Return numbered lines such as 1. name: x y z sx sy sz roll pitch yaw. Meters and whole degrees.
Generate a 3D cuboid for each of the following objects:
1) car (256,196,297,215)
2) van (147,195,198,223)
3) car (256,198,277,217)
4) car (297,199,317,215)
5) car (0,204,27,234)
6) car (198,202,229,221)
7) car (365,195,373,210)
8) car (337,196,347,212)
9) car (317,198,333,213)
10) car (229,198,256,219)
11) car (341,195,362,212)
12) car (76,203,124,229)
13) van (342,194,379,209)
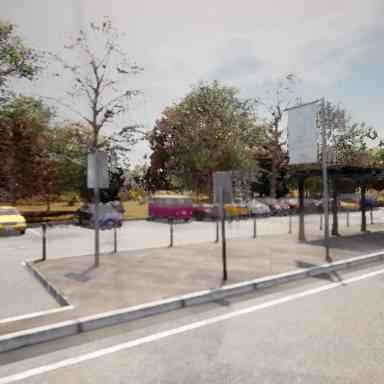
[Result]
1. car: 7.254 1.328 31.936 2.185 1.767 4.553 0 0 -36
2. van: -1.825 1.241 25.543 1.878 1.987 4.442 0 0 -36
3. car: 5.017 1.497 30.294 2.002 1.452 4.674 0 0 -36
4. car: 9.526 1.451 33.531 2.097 1.535 5.008 0 0 -36
5. car: -10.677 1.480 18.837 1.946 1.575 5.366 0 0 -36
6. car: 0.502 1.504 27.061 2.002 1.452 4.674 0 0 -36
7. car: 18.541 1.472 40.011 2.163 1.488 4.792 0 0 -36
8. car: 14.026 1.476 36.779 2.163 1.488 4.792 0 0 -36
9. car: 11.790 1.450 35.136 2.231 1.521 4.892 0 0 -36
10. car: 2.761 1.460 28.676 2.097 1.535 5.008 0 0 -36
11. car: 16.407 1.441 38.219 1.946 1.575 5.366 0 0 -36
12. car: -6.253 1.505 22.195 2.163 1.488 4.792 0 0 -36
13. van: 20.881 1.215 41.505 1.878 1.987 4.442 0 0 -36
